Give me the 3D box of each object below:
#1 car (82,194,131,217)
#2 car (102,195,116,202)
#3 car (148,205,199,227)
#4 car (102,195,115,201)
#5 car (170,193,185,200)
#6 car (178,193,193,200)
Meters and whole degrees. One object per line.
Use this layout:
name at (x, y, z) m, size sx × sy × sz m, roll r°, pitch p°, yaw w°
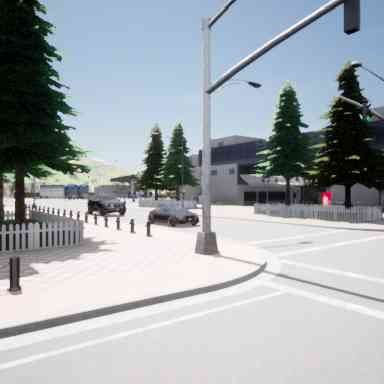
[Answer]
car at (-8.365, 1.232, 32.233) m, size 2.150 × 2.045 × 5.566 m, roll 0°, pitch 0°, yaw -37°
car at (-18.830, 1.379, 75.101) m, size 1.845 × 1.501 × 3.633 m, roll 0°, pitch 0°, yaw -37°
car at (-1.338, 1.575, 22.932) m, size 1.994 × 1.385 × 4.181 m, roll 0°, pitch 0°, yaw -37°
car at (-20.858, 1.389, 82.836) m, size 1.970 × 1.475 × 3.806 m, roll 0°, pitch 0°, yaw -37°
car at (-3.824, 1.097, 86.064) m, size 1.932 × 1.855 × 4.605 m, roll 0°, pitch 0°, yaw -37°
car at (-1.736, 1.075, 88.127) m, size 1.905 × 1.878 × 3.866 m, roll 0°, pitch 0°, yaw -37°
